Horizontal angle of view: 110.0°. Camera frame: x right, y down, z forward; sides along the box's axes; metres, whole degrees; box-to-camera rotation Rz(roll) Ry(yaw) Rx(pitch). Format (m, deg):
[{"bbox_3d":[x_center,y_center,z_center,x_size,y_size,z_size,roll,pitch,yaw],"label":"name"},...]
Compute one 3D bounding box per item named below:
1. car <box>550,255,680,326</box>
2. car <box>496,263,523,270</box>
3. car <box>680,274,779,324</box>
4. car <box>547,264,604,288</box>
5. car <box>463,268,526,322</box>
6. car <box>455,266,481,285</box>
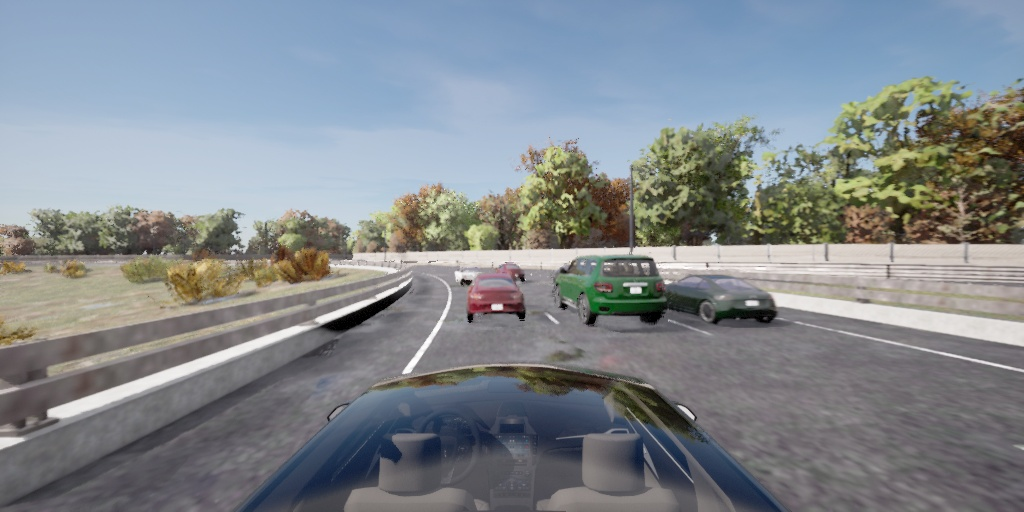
[{"bbox_3d":[2.955,0.973,11.940,2.150,2.045,5.566,0,0,-5],"label":"car"},{"bbox_3d":[-0.284,1.322,29.432,1.812,1.442,4.674,0,0,-15],"label":"car"},{"bbox_3d":[6.448,1.289,11.898,1.994,1.385,4.181,0,0,-6],"label":"car"},{"bbox_3d":[4.341,1.310,25.500,2.033,1.411,5.357,0,0,-13],"label":"car"},{"bbox_3d":[-0.617,1.297,12.438,1.812,1.442,4.674,0,0,-5],"label":"car"},{"bbox_3d":[-3.114,1.410,26.472,1.895,1.301,4.718,0,0,-14],"label":"car"}]
